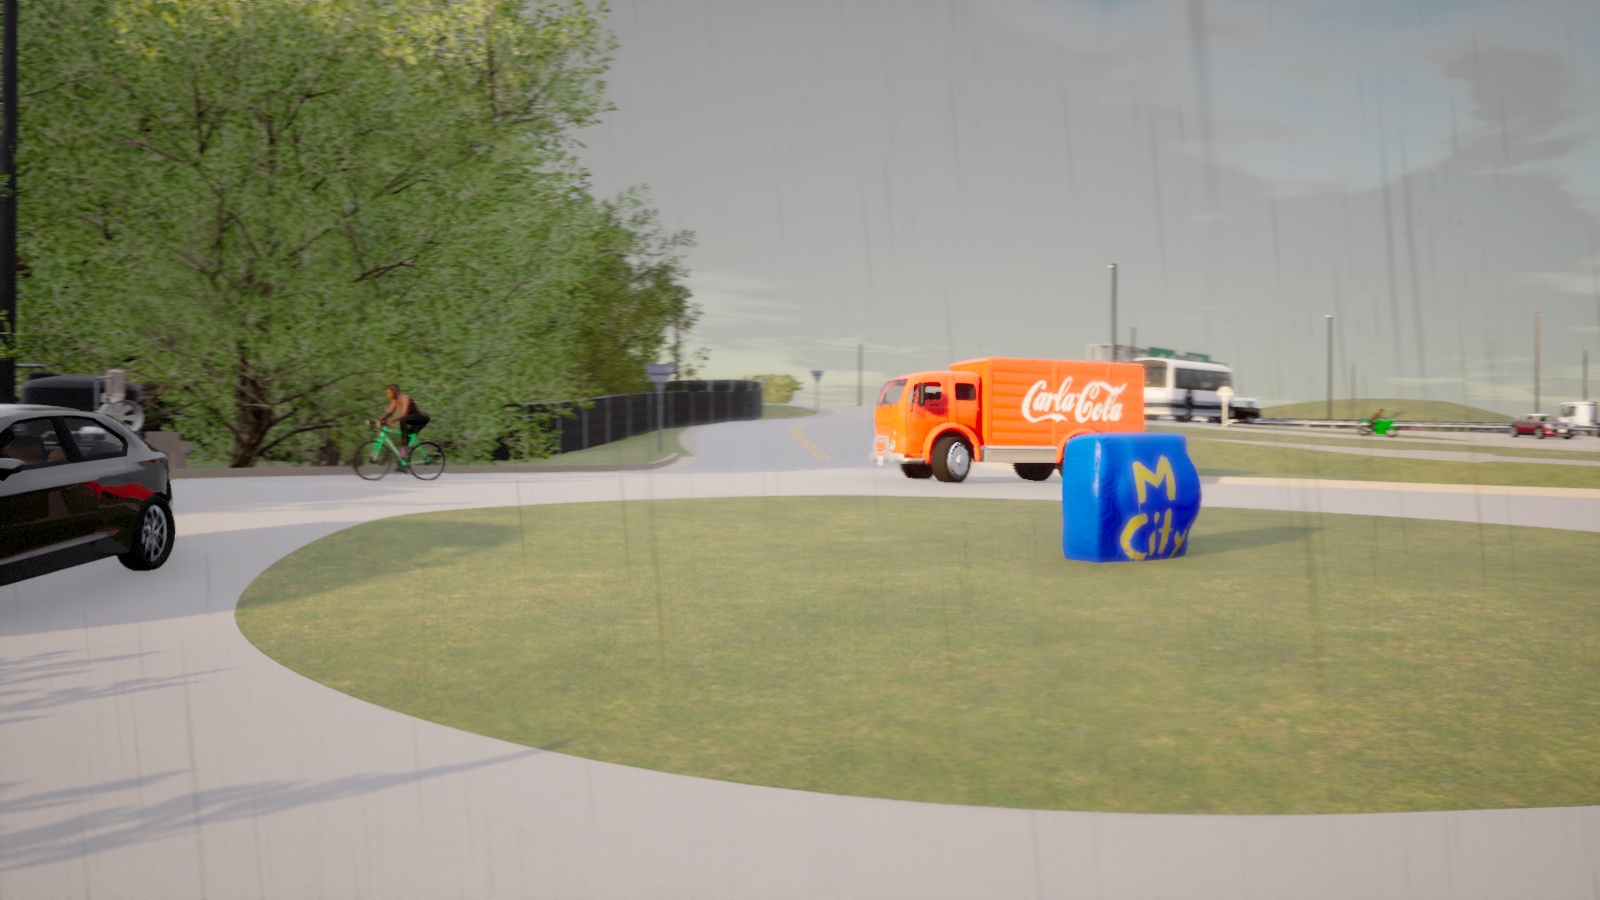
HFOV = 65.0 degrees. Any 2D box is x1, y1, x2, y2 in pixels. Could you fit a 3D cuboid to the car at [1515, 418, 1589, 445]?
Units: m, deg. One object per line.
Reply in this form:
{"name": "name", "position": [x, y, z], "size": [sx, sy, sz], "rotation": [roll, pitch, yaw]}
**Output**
{"name": "car", "position": [44.725, -1.115, 74.783], "size": [1.970, 1.475, 3.806], "rotation": [1, 3, -3]}

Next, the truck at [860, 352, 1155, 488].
{"name": "truck", "position": [4.119, -0.553, 25.378], "size": [5.204, 2.467, 2.627], "rotation": [1, 0, -15]}

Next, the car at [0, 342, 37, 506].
{"name": "car", "position": [-10.203, -0.166, 12.585], "size": [1.932, 1.855, 4.605], "rotation": [2, 5, 6]}

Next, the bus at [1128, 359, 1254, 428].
{"name": "bus", "position": [27.246, -3.833, 87.143], "size": [3.944, 4.253, 10.273], "rotation": [6, 4, 44]}

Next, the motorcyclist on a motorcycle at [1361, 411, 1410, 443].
{"name": "motorcyclist on a motorcycle", "position": [30.404, -1.198, 65.181], "size": [2.044, 1.523, 0.797], "rotation": [6, 3, 44]}

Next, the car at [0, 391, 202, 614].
{"name": "car", "position": [-6.553, 0.352, 9.693], "size": [1.816, 1.474, 4.193], "rotation": [2, 4, 1]}

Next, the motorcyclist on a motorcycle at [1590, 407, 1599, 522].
{"name": "motorcyclist on a motorcycle", "position": [11.971, 0.252, 17.061], "size": [0.866, 1.590, 1.817], "rotation": [0, 4, -38]}

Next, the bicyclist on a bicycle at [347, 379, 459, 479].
{"name": "bicyclist on a bicycle", "position": [-6.635, -0.334, 21.046], "size": [1.656, 1.620, 0.582], "rotation": [2, 1, -44]}
